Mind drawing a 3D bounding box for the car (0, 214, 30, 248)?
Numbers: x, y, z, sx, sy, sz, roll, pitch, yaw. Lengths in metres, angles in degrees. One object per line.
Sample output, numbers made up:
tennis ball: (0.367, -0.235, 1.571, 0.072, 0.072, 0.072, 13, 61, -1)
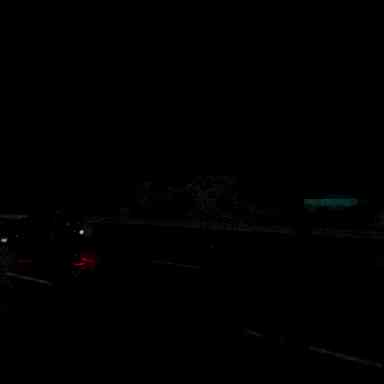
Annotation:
car: (-9.172, 1.667, 14.022, 4.674, 1.442, 1.812, 0, 0, 31)

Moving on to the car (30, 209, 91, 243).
car: (-7.293, 1.649, 16.976, 4.892, 1.490, 1.837, 0, 0, 31)
